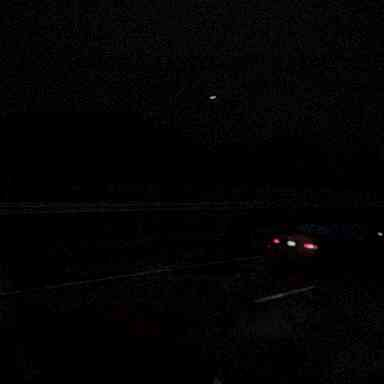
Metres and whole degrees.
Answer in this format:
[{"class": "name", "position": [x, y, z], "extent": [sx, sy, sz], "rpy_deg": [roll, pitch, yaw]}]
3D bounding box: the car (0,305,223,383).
[{"class": "car", "position": [-2.055, 1.595, 2.271], "extent": [4.718, 1.301, 1.895], "rpy_deg": [1, 0, -35]}]

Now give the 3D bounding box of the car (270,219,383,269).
[{"class": "car", "position": [5.091, 1.651, 11.601], "extent": [5.357, 1.411, 2.033], "rpy_deg": [1, 0, -35]}]
